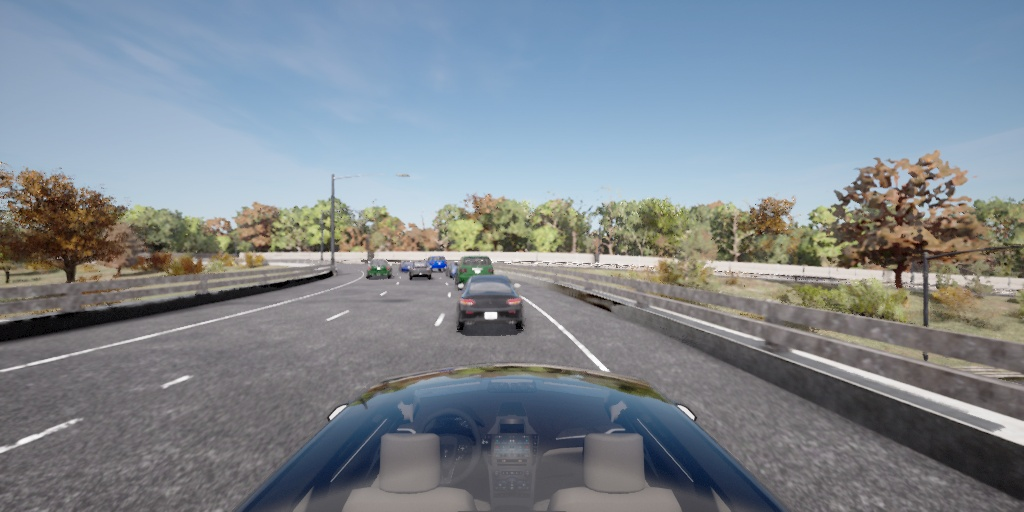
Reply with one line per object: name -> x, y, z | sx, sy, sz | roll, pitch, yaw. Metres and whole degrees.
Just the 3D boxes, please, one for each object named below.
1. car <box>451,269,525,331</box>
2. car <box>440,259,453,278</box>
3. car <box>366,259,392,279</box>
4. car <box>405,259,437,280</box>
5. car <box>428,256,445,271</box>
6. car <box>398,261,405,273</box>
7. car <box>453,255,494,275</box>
car -> -0.688, 1.283, 11.002 | 1.812, 1.442, 4.674 | 0, 0, -4
car -> -5.330, 1.324, 34.440 | 2.033, 1.411, 5.357 | 0, 0, -17
car -> -12.504, 1.135, 33.917 | 2.097, 1.767, 4.553 | 0, 0, -18
car -> -8.141, 1.268, 31.718 | 2.128, 1.511, 4.902 | 0, 0, -16
car -> -9.999, 1.011, 46.744 | 2.150, 2.045, 5.566 | 0, 0, -23
car -> -13.387, 1.354, 45.714 | 1.994, 1.385, 4.181 | 0, 0, -23
car -> -2.447, 0.987, 22.898 | 2.150, 2.045, 5.566 | 0, 0, -11
